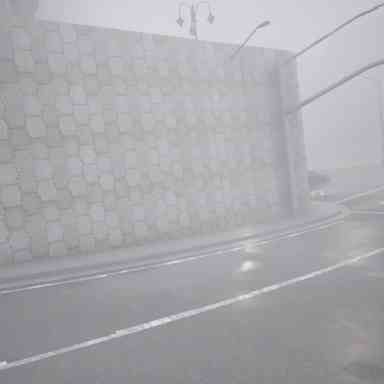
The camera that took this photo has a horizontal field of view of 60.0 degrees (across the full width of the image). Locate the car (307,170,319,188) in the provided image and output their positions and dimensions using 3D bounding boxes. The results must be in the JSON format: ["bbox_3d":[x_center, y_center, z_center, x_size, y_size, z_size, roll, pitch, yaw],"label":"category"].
[{"bbox_3d":[8.041,-0.742,29.605,2.033,1.411,5.357,-11,7,-35],"label":"car"}]

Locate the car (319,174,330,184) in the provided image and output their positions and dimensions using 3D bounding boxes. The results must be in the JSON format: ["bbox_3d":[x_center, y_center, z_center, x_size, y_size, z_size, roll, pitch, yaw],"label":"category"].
[{"bbox_3d":[10.708,-1.347,31.814,1.837,1.490,4.892,-11,7,-34],"label":"car"}]
